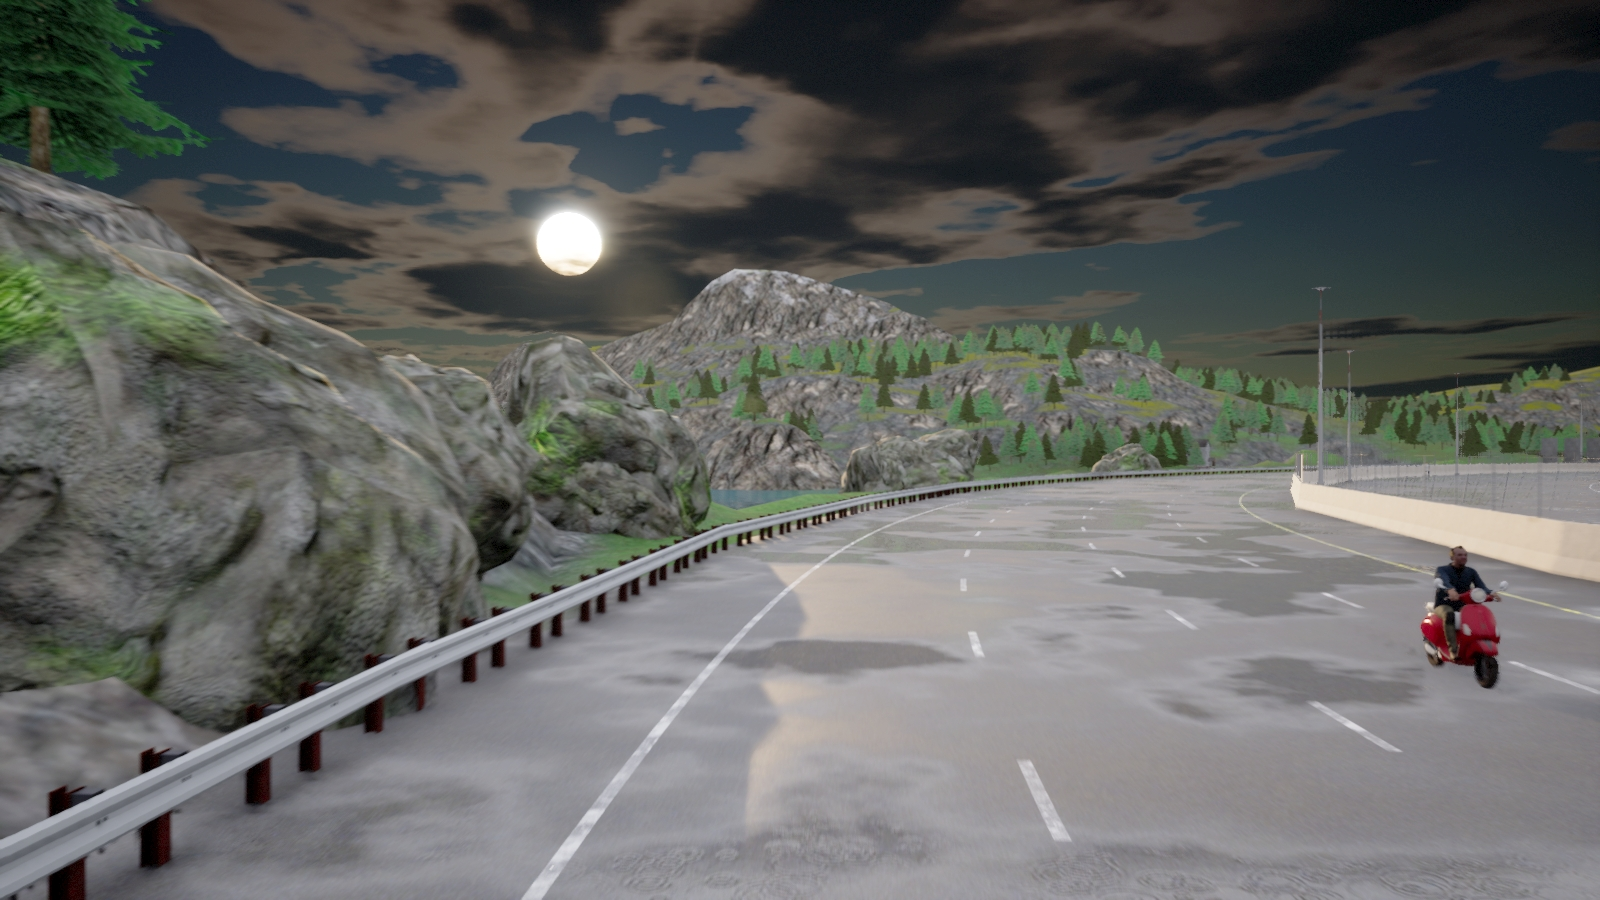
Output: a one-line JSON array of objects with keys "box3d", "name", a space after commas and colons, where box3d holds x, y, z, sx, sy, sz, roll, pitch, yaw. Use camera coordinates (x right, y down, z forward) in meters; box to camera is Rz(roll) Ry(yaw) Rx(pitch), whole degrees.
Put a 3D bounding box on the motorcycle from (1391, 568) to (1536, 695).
[{"box3d": [8.154, 2.193, 14.140, 0.856, 1.236, 1.805, 2, 0, 6], "name": "motorcycle"}]
